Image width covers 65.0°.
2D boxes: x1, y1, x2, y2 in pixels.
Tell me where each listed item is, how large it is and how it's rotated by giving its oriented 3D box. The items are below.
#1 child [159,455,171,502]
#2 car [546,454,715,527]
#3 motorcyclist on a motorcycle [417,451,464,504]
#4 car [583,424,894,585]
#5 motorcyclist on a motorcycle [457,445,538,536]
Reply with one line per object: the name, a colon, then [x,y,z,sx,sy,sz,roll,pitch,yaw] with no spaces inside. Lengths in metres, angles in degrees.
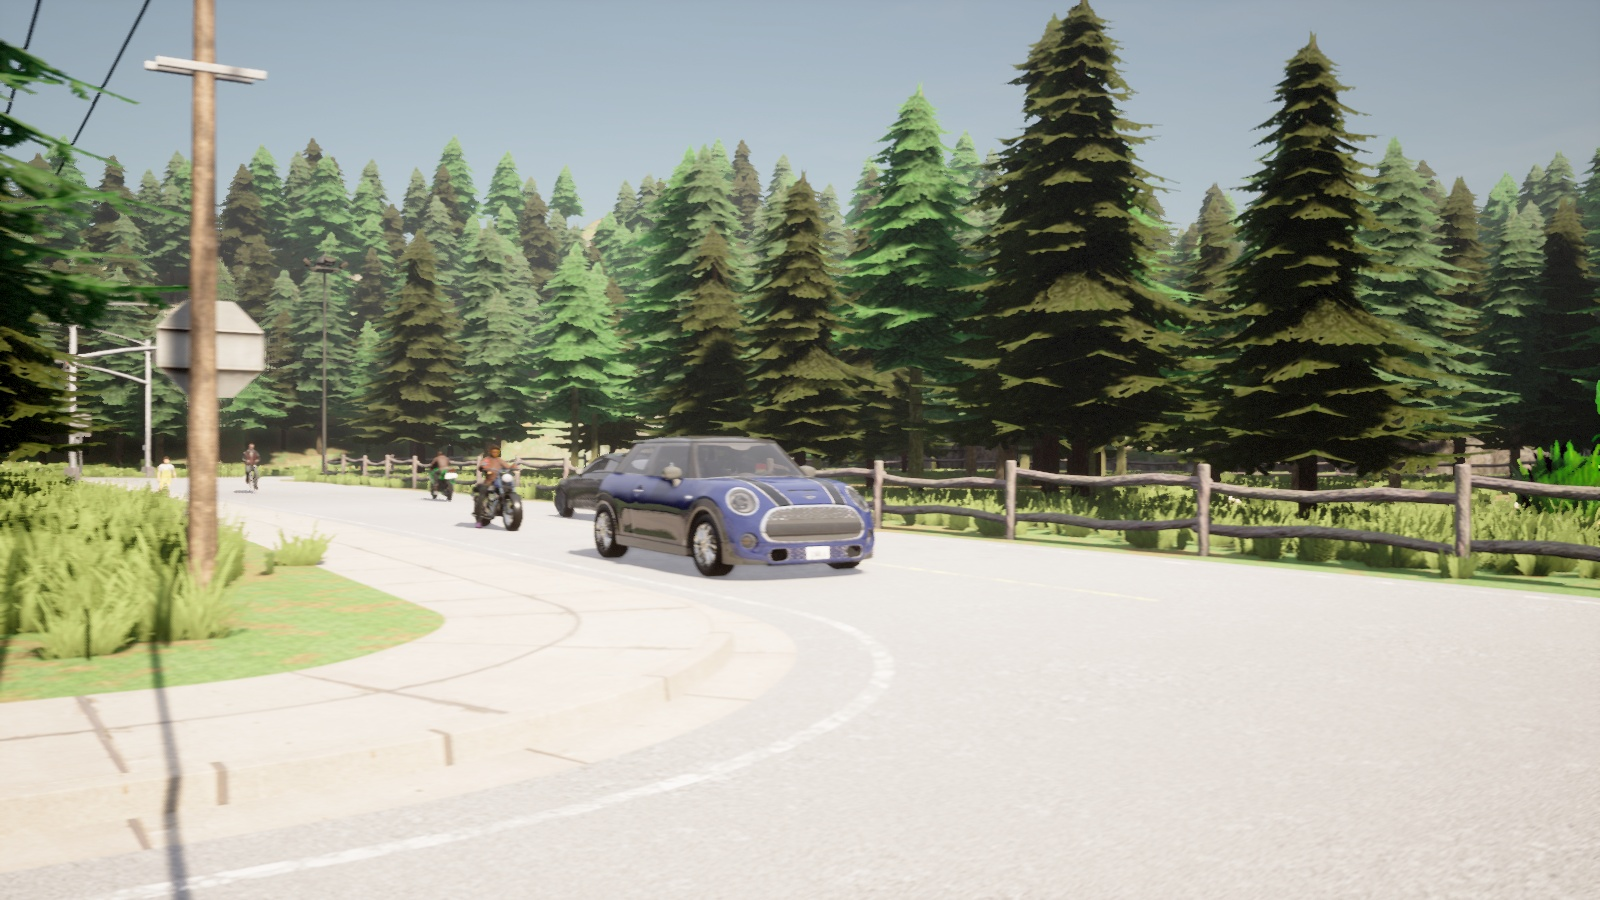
child: [-17.307,0.778,34.236,0.270,1.263,0.437,0,0,-26]
car: [-3.777,0.804,27.203,1.812,1.442,4.674,0,0,-33]
motorcyclist on a motorcycle: [-10.819,0.808,37.755,0.797,1.523,2.044,0,0,-34]
car: [-0.970,0.605,16.270,2.097,1.767,4.553,0,0,-32]
motorcyclist on a motorcycle: [-5.767,0.726,23.839,0.766,1.649,2.350,0,0,-33]
